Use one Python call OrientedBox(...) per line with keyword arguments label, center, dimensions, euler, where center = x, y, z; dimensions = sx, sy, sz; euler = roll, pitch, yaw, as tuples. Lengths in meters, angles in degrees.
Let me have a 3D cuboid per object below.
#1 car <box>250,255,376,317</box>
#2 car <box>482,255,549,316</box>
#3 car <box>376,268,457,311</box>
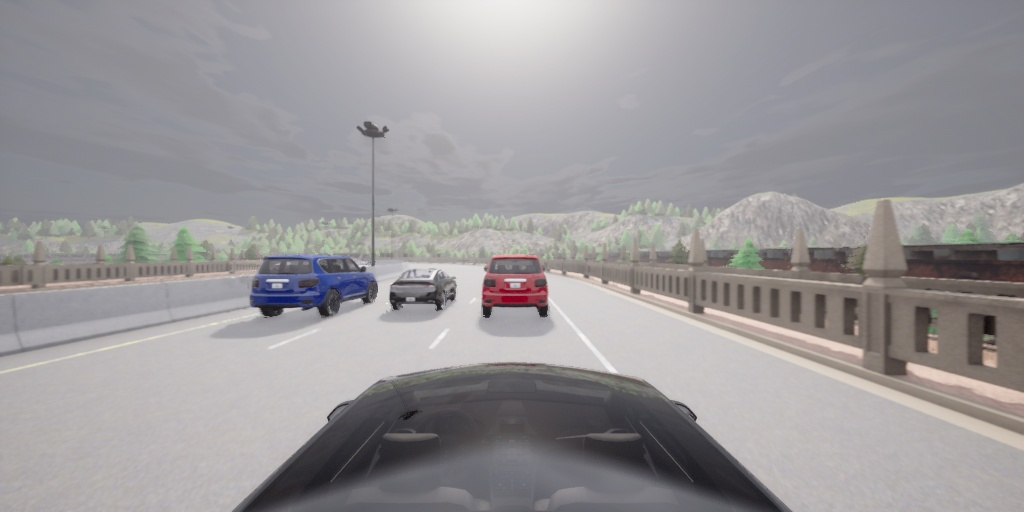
OrientedBox(label="car", center=(-6.904, 0.972, 13.223), dimensions=(2.150, 2.045, 5.566), euler=(0, 0, 0))
OrientedBox(label="car", center=(0.097, 0.972, 13.405), dimensions=(2.150, 2.045, 5.566), euler=(0, 0, 0))
OrientedBox(label="car", center=(-3.403, 1.242, 14.444), dimensions=(2.128, 1.511, 4.902), euler=(0, 0, 0))
